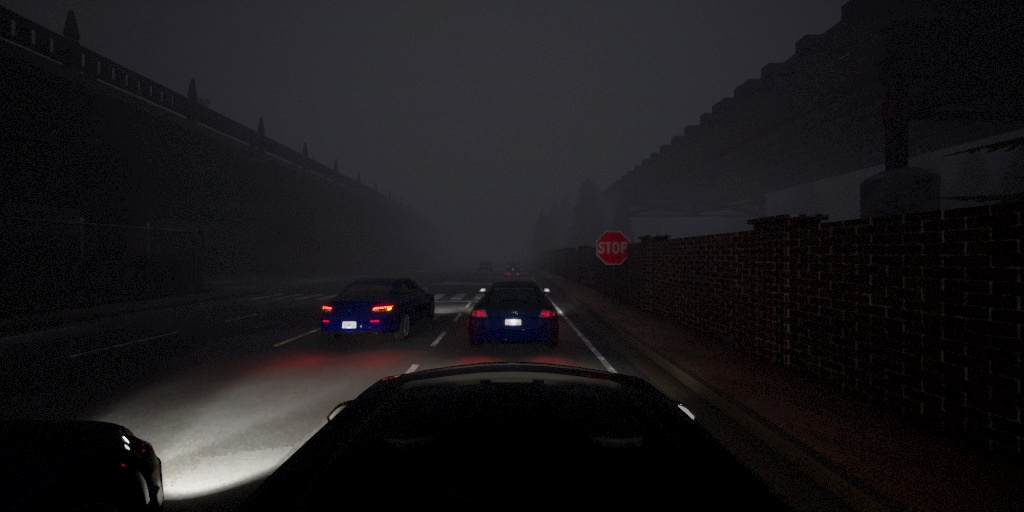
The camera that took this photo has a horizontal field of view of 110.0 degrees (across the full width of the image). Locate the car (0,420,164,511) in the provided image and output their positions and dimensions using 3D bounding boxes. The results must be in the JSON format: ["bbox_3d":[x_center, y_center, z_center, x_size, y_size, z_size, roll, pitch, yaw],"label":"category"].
[{"bbox_3d":[-3.398,1.314,0.709,1.994,1.385,4.181,0,0,0],"label":"car"}]

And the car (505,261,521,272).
[{"bbox_3d":[0.097,1.344,46.101,1.895,1.301,4.718,0,0,-1],"label":"car"}]

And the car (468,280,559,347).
[{"bbox_3d":[0.069,1.313,9.283,1.994,1.385,4.181,0,0,1],"label":"car"}]

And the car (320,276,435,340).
[{"bbox_3d":[-3.413,1.274,9.805,1.812,1.442,4.674,0,0,0],"label":"car"}]

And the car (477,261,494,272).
[{"bbox_3d":[-3.398,1.291,45.932,2.033,1.411,5.357,0,0,-1],"label":"car"}]
